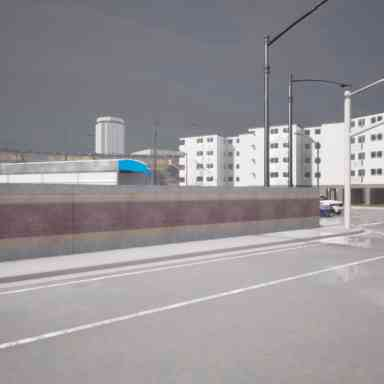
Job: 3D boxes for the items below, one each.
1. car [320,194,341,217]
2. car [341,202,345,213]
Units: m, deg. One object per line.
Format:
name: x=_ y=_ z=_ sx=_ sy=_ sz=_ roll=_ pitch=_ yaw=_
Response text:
car: x=10.710 y=1.352 z=30.364 sx=2.097 sy=1.767 sz=4.553 roll=0 pitch=0 yaw=-33
car: x=12.620 y=1.221 z=33.799 sx=2.150 sy=2.045 sz=5.566 roll=0 pitch=0 yaw=-35
